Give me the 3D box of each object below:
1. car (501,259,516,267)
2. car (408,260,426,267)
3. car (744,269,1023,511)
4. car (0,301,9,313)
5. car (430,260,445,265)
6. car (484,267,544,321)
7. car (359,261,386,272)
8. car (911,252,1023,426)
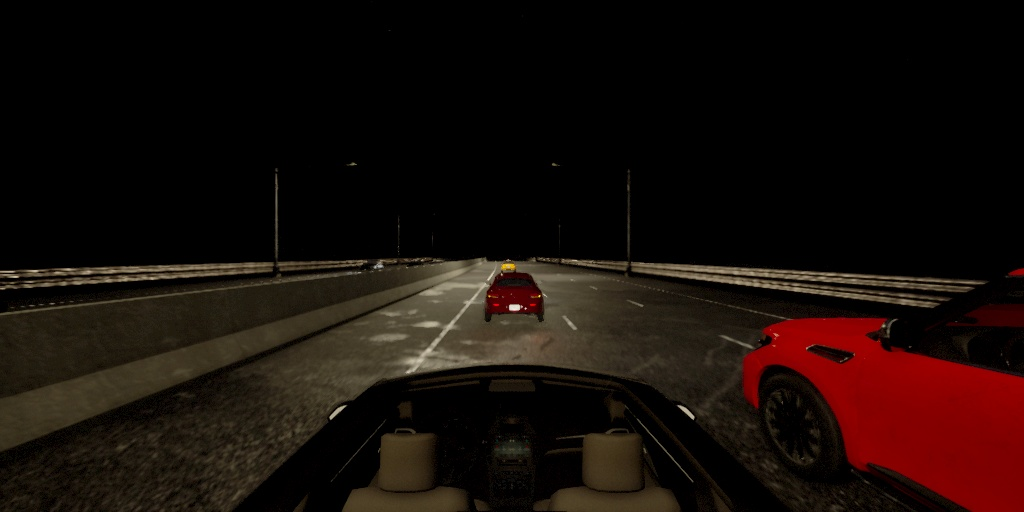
[{"bbox_3d":[-0.428,1.200,44.311,1.801,1.575,5.366,0,0,-1],"label":"car"},{"bbox_3d":[-14.857,1.338,56.110,1.895,1.301,4.718,0,0,-2],"label":"car"},{"bbox_3d":[3.595,0.971,1.518,2.150,2.045,5.566,0,0,0],"label":"car"},{"bbox_3d":[-10.610,1.231,4.768,1.882,1.535,5.008,0,0,0],"label":"car"},{"bbox_3d":[-11.338,1.339,55.226,1.895,1.301,4.718,0,0,-1],"label":"car"},{"bbox_3d":[0.058,1.277,12.343,1.812,1.442,4.674,0,0,0],"label":"car"},{"bbox_3d":[-18.164,1.294,46.899,2.033,1.411,5.357,0,0,-1],"label":"car"},{"bbox_3d":[7.094,0.970,2.628,2.150,2.045,5.566,0,0,0],"label":"car"}]
